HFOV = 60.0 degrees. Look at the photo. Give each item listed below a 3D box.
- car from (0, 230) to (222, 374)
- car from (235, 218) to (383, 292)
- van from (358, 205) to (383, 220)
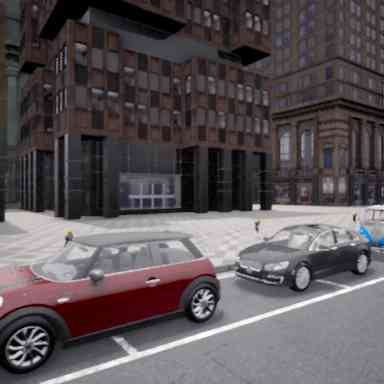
[{"bbox_3d":[-1.538,1.441,5.552,4.097,1.590,1.967,0,0,-35],"label":"car"},{"bbox_3d":[3.085,1.556,8.848,4.403,1.369,2.008,0,0,-35],"label":"car"},{"bbox_3d":[7.708,1.350,12.144,3.998,1.788,1.690,0,0,-35],"label":"van"}]
